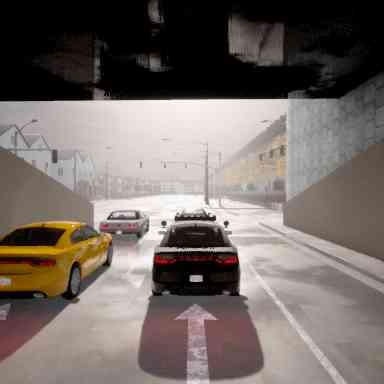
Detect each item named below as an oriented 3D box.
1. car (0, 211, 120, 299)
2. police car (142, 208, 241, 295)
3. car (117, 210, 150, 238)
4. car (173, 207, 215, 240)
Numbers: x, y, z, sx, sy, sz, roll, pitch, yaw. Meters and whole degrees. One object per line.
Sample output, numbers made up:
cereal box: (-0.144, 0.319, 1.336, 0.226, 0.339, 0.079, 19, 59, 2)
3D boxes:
car: (-3.410, 1.478, 8.522, 1.882, 1.535, 5.008, 0, 0, 0)
police car: (0.086, 1.425, 8.847, 1.930, 1.638, 5.238, 0, 0, 0)
car: (-3.406, 1.601, 17.765, 1.895, 1.301, 4.718, 0, 0, 0)
car: (0.092, 1.564, 17.809, 1.994, 1.385, 4.181, 0, 0, 0)
